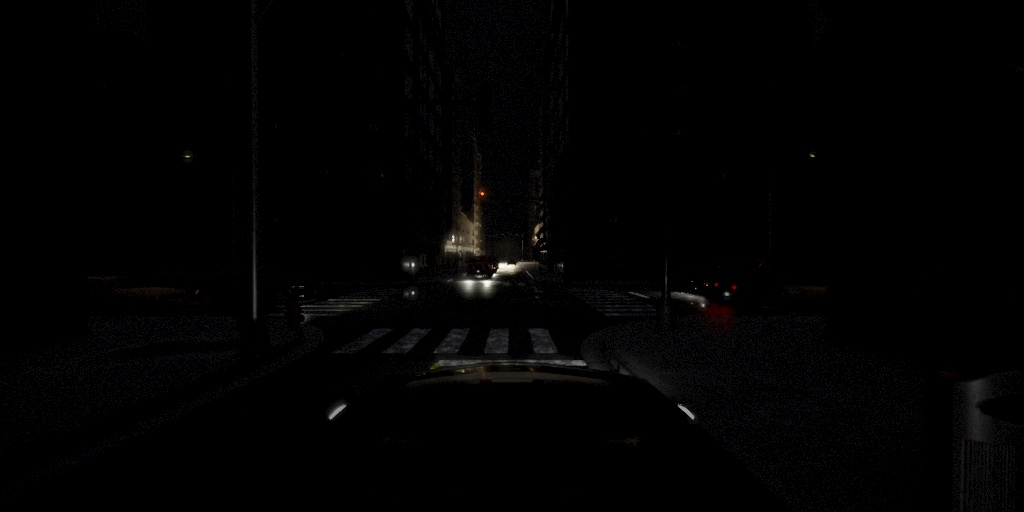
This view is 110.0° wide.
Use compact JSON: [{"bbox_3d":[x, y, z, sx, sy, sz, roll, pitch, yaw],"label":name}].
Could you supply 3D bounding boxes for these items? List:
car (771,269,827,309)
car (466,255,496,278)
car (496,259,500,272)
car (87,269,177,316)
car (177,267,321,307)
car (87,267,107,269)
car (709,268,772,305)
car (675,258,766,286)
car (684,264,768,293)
[{"bbox_3d":[12.482,1.279,12.920,4.829,1.417,1.751,0,0,0],"label":"car"},{"bbox_3d":[-2.906,0.961,33.514,2.150,2.045,5.566,0,0,0],"label":"car"},{"bbox_3d":[-2.922,0.953,43.903,2.150,2.045,5.566,0,0,0],"label":"car"},{"bbox_3d":[-14.402,1.304,12.908,4.829,1.417,1.751,0,0,0],"label":"car"},{"bbox_3d":[-10.887,1.242,15.364,5.008,1.535,1.882,0,0,1],"label":"car"},{"bbox_3d":[-25.392,1.315,20.928,4.313,1.339,1.948,0,0,0],"label":"car"},{"bbox_3d":[11.476,1.343,15.455,4.718,1.301,1.895,0,0,0],"label":"car"},{"bbox_3d":[12.317,1.030,20.945,5.009,1.841,2.192,0,0,0],"label":"car"},{"bbox_3d":[12.137,1.275,18.369,5.357,1.411,2.033,0,0,3],"label":"car"}]
